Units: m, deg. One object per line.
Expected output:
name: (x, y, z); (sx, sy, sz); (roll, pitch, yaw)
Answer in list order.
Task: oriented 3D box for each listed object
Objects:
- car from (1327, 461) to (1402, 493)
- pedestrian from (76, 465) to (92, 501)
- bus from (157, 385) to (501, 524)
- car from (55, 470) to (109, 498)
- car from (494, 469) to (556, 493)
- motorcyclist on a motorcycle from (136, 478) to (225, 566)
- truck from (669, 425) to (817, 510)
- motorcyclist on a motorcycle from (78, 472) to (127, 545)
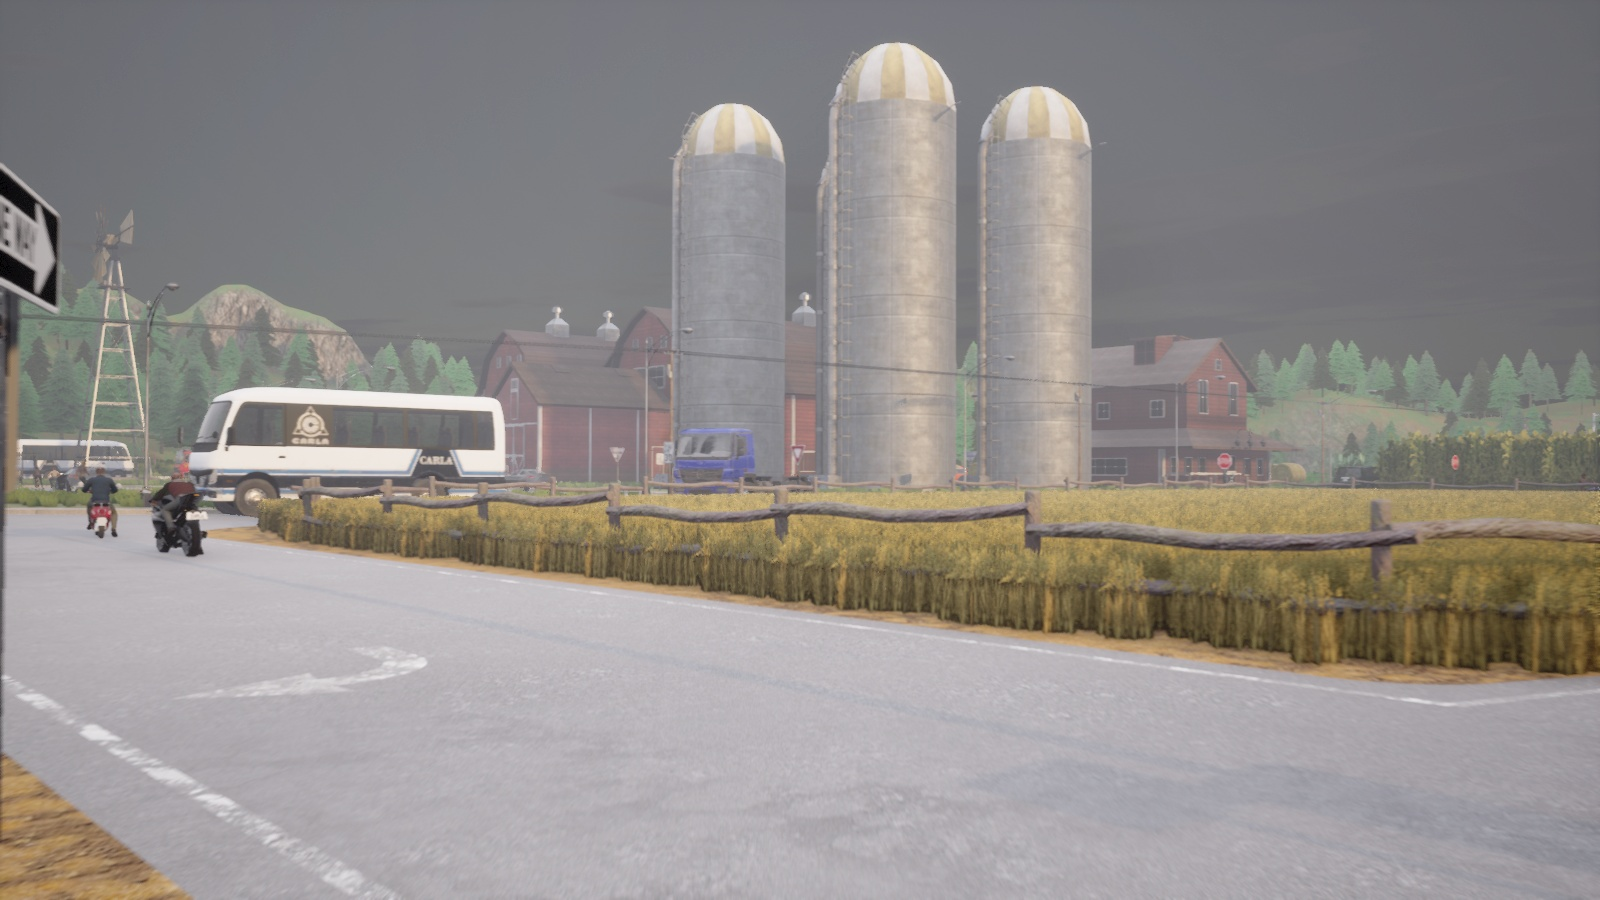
car: (36.990, 1.770, 82.236); (5.566, 2.045, 2.150); (0, -1, -39)
pedestrian: (-36.727, 1.691, 64.433); (0.331, 1.846, 0.634); (-1, -1, 21)
bus: (-15.887, 0.218, 42.954); (10.273, 4.253, 3.944); (1, -1, -38)
car: (-44.500, 2.068, 77.764); (2.152, 1.651, 5.027); (1, -1, -39)
car: (-19.359, 2.147, 88.271); (2.152, 1.651, 5.027); (1, -1, -40)
motorcyclist on a motorcycle: (-11.334, 1.278, 22.938); (0.866, 1.530, 2.191); (1, -1, -43)
truck: (-2.366, 0.771, 55.448); (2.891, 3.462, 7.936); (-1, -1, 28)
motorcyclist on a motorcycle: (-15.807, 1.305, 28.428); (0.866, 1.590, 1.817); (0, -1, -32)
